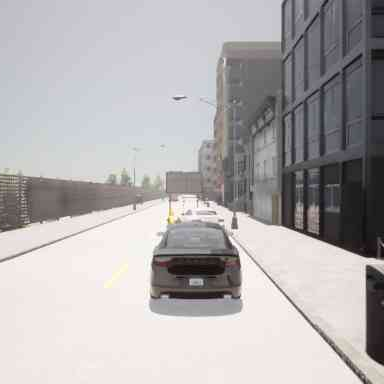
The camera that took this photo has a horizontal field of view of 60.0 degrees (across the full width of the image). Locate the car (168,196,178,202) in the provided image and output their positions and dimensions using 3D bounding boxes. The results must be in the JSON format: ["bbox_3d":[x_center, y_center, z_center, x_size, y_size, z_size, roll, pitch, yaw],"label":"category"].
[{"bbox_3d":[-4.200,1.583,75.052,1.994,1.385,4.181,0,0,0],"label":"car"}]

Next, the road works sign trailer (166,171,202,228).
[{"bbox_3d":[-0.548,0.470,21.325,2.380,3.560,2.880,0,0,-17],"label":"road works sign trailer"}]

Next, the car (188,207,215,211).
[{"bbox_3d":[0.463,1.543,17.845,1.812,1.442,4.674,0,-1,-10],"label":"car"}]

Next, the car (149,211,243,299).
[{"bbox_3d":[0.077,1.480,8.494,1.882,1.535,5.008,0,0,0],"label":"car"}]
